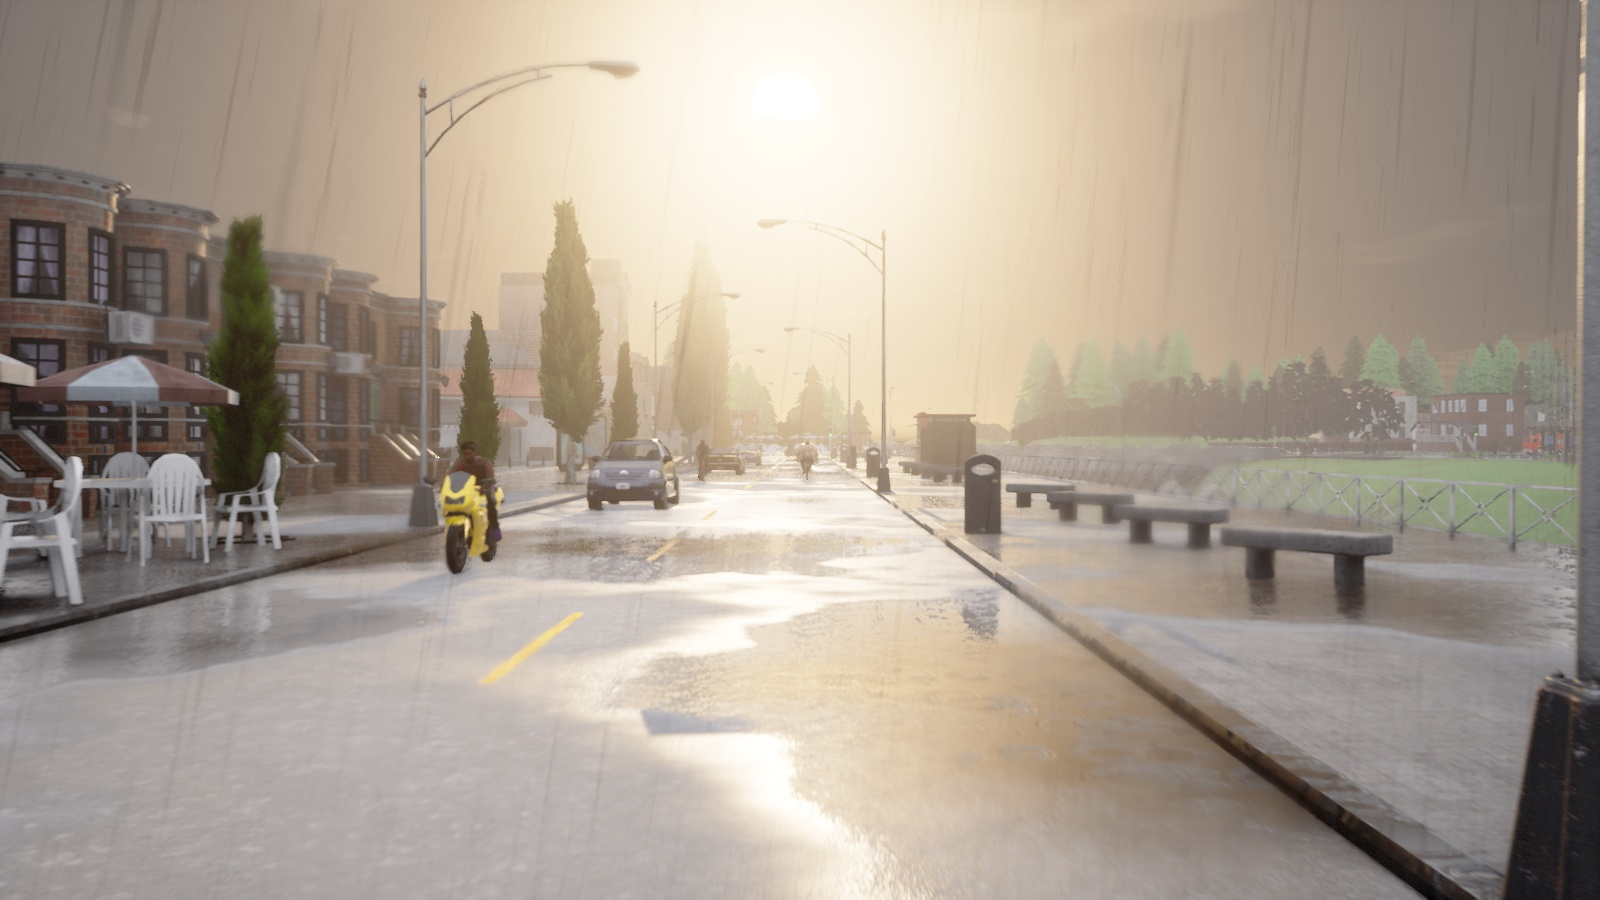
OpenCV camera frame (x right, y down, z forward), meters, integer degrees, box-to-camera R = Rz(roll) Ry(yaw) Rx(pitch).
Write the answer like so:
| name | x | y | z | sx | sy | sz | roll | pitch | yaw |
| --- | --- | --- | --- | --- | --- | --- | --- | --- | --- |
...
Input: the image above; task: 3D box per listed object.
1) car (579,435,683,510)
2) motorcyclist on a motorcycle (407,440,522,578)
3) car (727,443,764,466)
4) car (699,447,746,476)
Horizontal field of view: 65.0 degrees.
| name | x | y | z | sx | sy | sz | roll | pitch | yaw |
| --- | --- | --- | --- | --- | --- | --- | --- | --- | --- |
| car | -3.823 | 0.478 | 29.055 | 1.851 | 1.617 | 3.988 | 0 | 0 | 0 |
| motorcyclist on a motorcycle | -3.902 | 0.642 | 14.798 | 0.797 | 1.523 | 2.044 | 0 | 0 | 0 |
| car | -3.532 | 0.282 | 81.811 | 2.163 | 1.488 | 4.792 | 0 | 0 | 0 |
| car | -3.654 | 0.507 | 59.799 | 1.895 | 1.301 | 4.718 | 0 | 0 | 0 |
